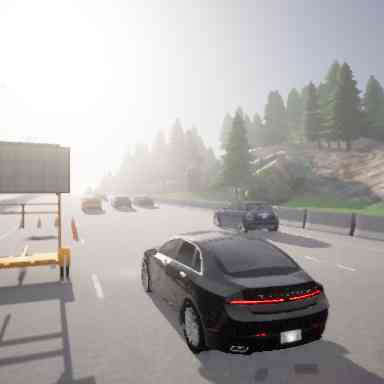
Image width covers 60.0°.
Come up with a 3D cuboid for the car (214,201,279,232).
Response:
[{"bbox_3d":[2.959,1.292,19.118,2.097,1.767,4.553,0,1,-21],"label":"car"}]

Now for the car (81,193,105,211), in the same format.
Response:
[{"bbox_3d":[-10.909,1.184,35.902,1.882,1.535,5.008,0,1,-21],"label":"car"}]

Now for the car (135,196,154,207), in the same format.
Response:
[{"bbox_3d":[-6.385,1.167,43.704,2.033,1.411,5.357,0,1,-21],"label":"car"}]

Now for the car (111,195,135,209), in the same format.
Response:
[{"bbox_3d":[-8.298,1.180,38.885,1.837,1.490,4.892,0,0,-21],"label":"car"}]

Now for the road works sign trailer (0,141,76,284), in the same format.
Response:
[{"bbox_3d":[-4.589,0.447,9.062,2.380,3.560,2.880,0,0,-23],"label":"road works sign trailer"}]

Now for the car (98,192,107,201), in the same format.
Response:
[{"bbox_3d":[-16.769,0.825,61.172,2.128,1.511,4.902,0,1,-21],"label":"car"}]

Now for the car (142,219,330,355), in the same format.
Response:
[{"bbox_3d":[0.343,1.500,6.299,1.837,1.490,4.892,0,0,-21],"label":"car"}]

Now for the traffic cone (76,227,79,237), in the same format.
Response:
[{"bbox_3d":[-5.661,1.897,16.143,0.340,0.580,0.340,0,0,-21],"label":"traffic cone"}]
